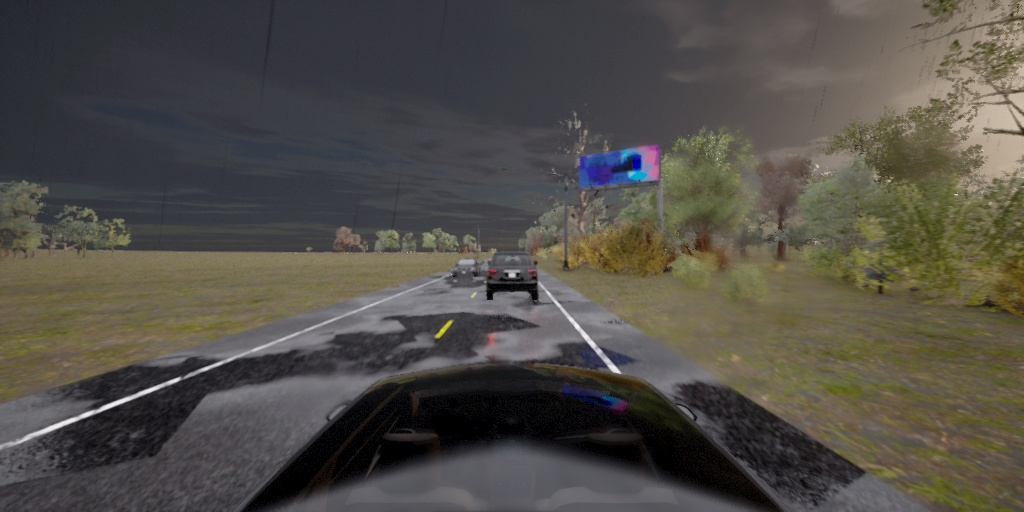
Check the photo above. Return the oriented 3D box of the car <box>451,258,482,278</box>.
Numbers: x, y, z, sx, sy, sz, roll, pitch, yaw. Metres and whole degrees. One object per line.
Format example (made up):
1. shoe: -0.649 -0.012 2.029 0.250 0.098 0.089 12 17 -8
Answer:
1. car: -3.538 0.908 28.786 1.812 1.442 4.674 0 1 0

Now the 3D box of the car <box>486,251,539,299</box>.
1. car: 0.026 0.774 16.527 2.150 2.045 5.566 0 1 0
